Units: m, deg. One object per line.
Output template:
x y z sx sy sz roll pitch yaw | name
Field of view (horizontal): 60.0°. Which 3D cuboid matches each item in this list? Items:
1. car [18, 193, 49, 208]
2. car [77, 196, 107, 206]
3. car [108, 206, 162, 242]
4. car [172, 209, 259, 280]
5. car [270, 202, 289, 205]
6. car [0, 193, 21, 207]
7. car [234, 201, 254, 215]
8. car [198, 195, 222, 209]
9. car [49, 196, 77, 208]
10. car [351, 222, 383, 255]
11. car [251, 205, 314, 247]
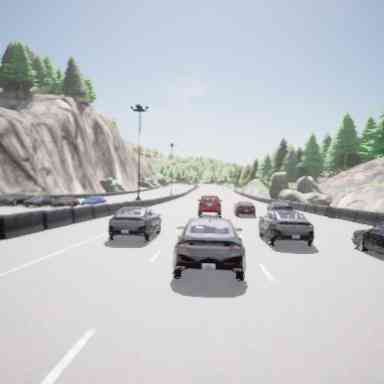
-18.905 1.145 41.504 2.033 1.411 5.357 1 0 3 | car
-11.934 1.240 40.826 1.882 1.535 5.008 1 0 3 | car
-2.647 1.445 16.235 2.128 1.511 4.902 1 0 3 | car
0.527 1.513 10.124 2.128 1.511 4.902 1 0 3 | car
8.811 1.715 33.735 1.882 1.535 5.008 1 0 3 | car
-22.386 0.869 41.838 2.097 1.767 4.553 1 0 3 | car
5.316 1.633 33.908 1.882 1.535 5.008 1 0 3 | car
1.719 1.291 32.066 2.150 2.045 5.566 1 0 3 | car
-15.418 1.246 41.214 1.994 1.385 4.181 1 0 3 | car
7.625 1.736 11.799 2.033 1.411 5.357 1 0 3 | car
4.341 1.607 15.864 2.128 1.511 4.902 1 0 3 | car
